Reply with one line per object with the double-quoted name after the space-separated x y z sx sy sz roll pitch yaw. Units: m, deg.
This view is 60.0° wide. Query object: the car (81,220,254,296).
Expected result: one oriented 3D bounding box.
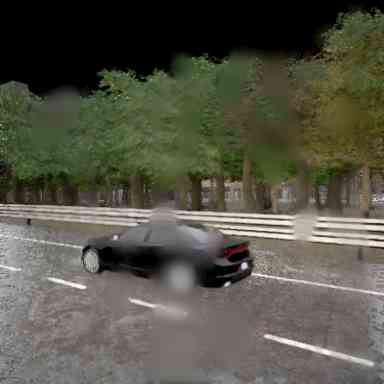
-0.859 1.482 8.781 5.008 1.535 1.882 0 0 35 "car"
